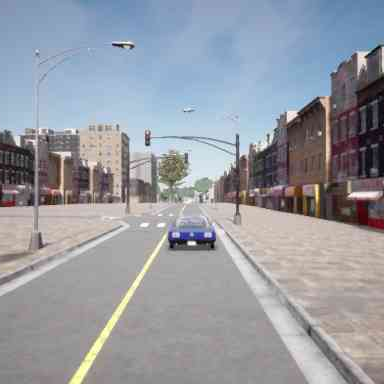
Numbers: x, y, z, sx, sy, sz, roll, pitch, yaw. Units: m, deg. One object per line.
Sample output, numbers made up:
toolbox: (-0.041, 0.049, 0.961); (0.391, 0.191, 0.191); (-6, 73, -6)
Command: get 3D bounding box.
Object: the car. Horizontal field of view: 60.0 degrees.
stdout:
car: (0.000, 1.645, 14.683); (1.895, 1.301, 4.718); (0, 0, 0)
